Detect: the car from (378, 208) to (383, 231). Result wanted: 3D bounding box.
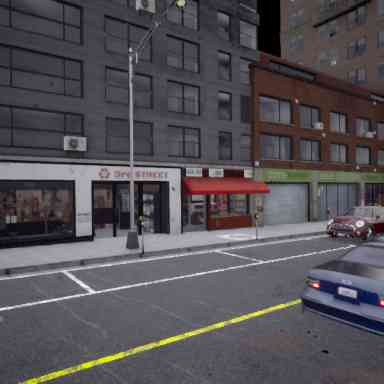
[{"bbox_3d":[13.005,1.575,19.682,4.206,1.307,1.802,0,-1,-35],"label":"car"}]

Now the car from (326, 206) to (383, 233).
[{"bbox_3d":[8.456,1.435,16.440,4.097,1.590,1.967,0,-1,-35],"label":"car"}]

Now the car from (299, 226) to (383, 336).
[{"bbox_3d":[4.361,1.545,6.422,5.357,1.411,2.033,0,0,-35],"label":"car"}]
